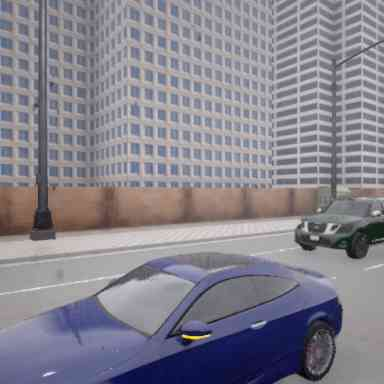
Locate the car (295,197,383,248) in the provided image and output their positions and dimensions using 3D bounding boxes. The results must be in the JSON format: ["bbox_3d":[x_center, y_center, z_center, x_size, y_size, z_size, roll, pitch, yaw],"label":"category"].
[{"bbox_3d":[6.412,1.223,12.921,5.566,2.045,2.150,0,0,-36],"label":"car"}]

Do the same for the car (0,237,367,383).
[{"bbox_3d":[-0.042,1.526,3.941,4.674,1.442,1.812,0,0,-36],"label":"car"}]
